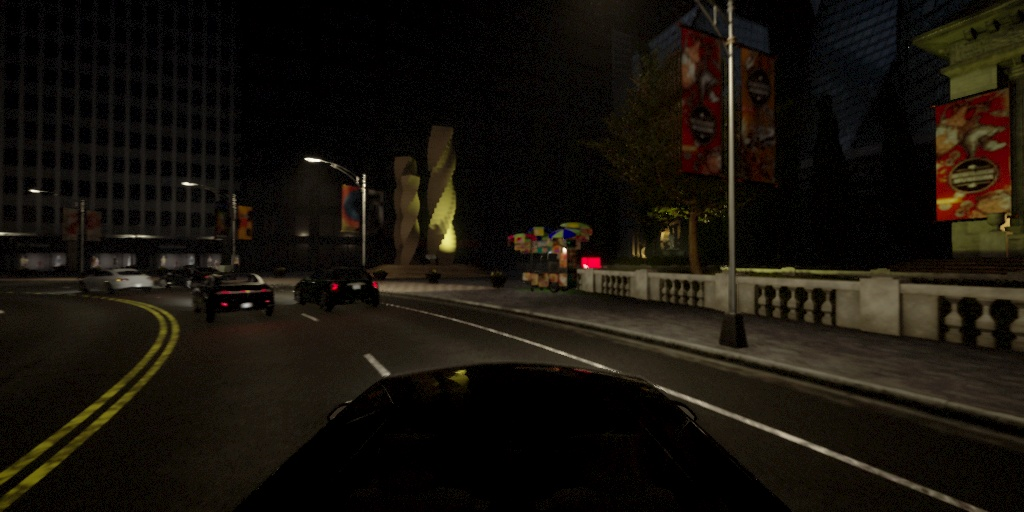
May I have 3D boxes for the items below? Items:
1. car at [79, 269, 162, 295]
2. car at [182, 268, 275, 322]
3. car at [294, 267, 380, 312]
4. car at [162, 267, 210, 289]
[{"bbox_3d":[-23.623,1.469,21.447,4.674,1.442,1.812,0,-1,21],"label":"car"},{"bbox_3d":[-10.138,1.356,12.972,4.902,1.511,2.128,0,-1,43],"label":"car"},{"bbox_3d":[-7.563,1.241,15.341,4.553,1.767,2.097,-1,-1,43],"label":"car"},{"bbox_3d":[-21.804,1.485,24.496,4.892,1.490,1.837,0,-1,21],"label":"car"}]
